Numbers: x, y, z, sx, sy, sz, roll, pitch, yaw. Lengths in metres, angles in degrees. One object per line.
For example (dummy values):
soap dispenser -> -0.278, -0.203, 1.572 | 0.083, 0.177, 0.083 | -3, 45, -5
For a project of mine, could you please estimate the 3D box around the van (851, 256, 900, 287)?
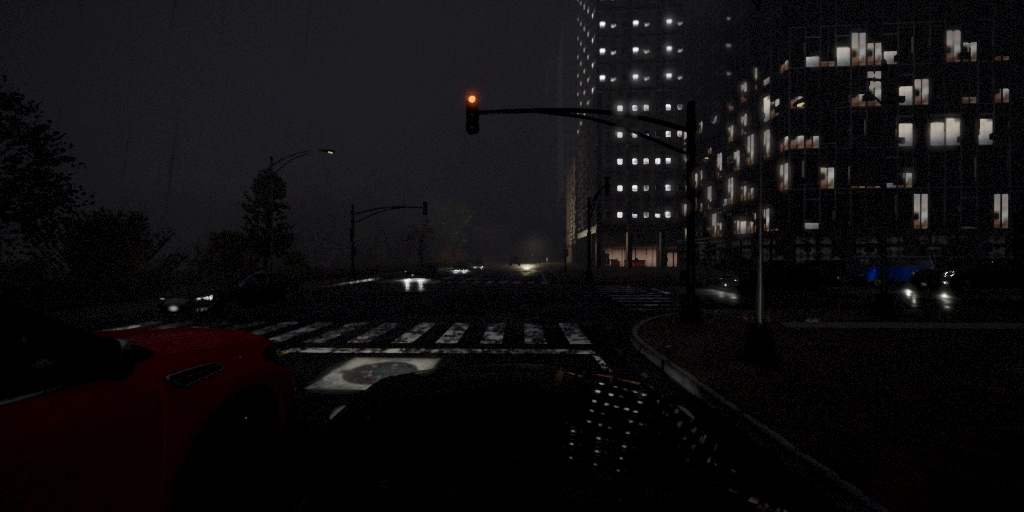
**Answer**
van -> 22.116, 0.856, 21.096 | 3.998, 1.789, 1.690 | 0, 0, 4

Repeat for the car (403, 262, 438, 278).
car -> -8.494, 1.291, 33.927 | 2.033, 1.411, 5.357 | 0, 0, 4

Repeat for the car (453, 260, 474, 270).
car -> -7.346, 1.312, 52.522 | 1.994, 1.385, 4.181 | 0, 0, 4

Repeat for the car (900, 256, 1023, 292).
car -> 23.431, 0.866, 18.281 | 4.553, 1.767, 2.097 | 0, 0, 4

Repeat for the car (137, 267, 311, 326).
car -> -9.609, 1.239, 12.712 | 2.128, 1.511, 4.902 | 0, 0, 2

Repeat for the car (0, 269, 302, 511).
car -> -3.118, 0.972, 1.001 | 2.150, 2.045, 5.566 | 0, 0, 0

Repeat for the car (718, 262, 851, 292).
car -> 14.041, 1.138, 18.939 | 5.357, 1.411, 2.033 | 0, 0, 4
